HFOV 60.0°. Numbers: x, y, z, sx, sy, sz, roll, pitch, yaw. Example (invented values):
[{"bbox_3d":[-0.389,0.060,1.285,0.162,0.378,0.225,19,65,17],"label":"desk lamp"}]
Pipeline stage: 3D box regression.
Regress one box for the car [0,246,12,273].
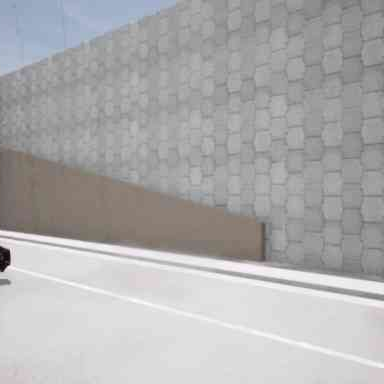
[{"bbox_3d":[-6.825,1.599,8.815,4.718,1.301,1.895,0,0,36],"label":"car"}]
